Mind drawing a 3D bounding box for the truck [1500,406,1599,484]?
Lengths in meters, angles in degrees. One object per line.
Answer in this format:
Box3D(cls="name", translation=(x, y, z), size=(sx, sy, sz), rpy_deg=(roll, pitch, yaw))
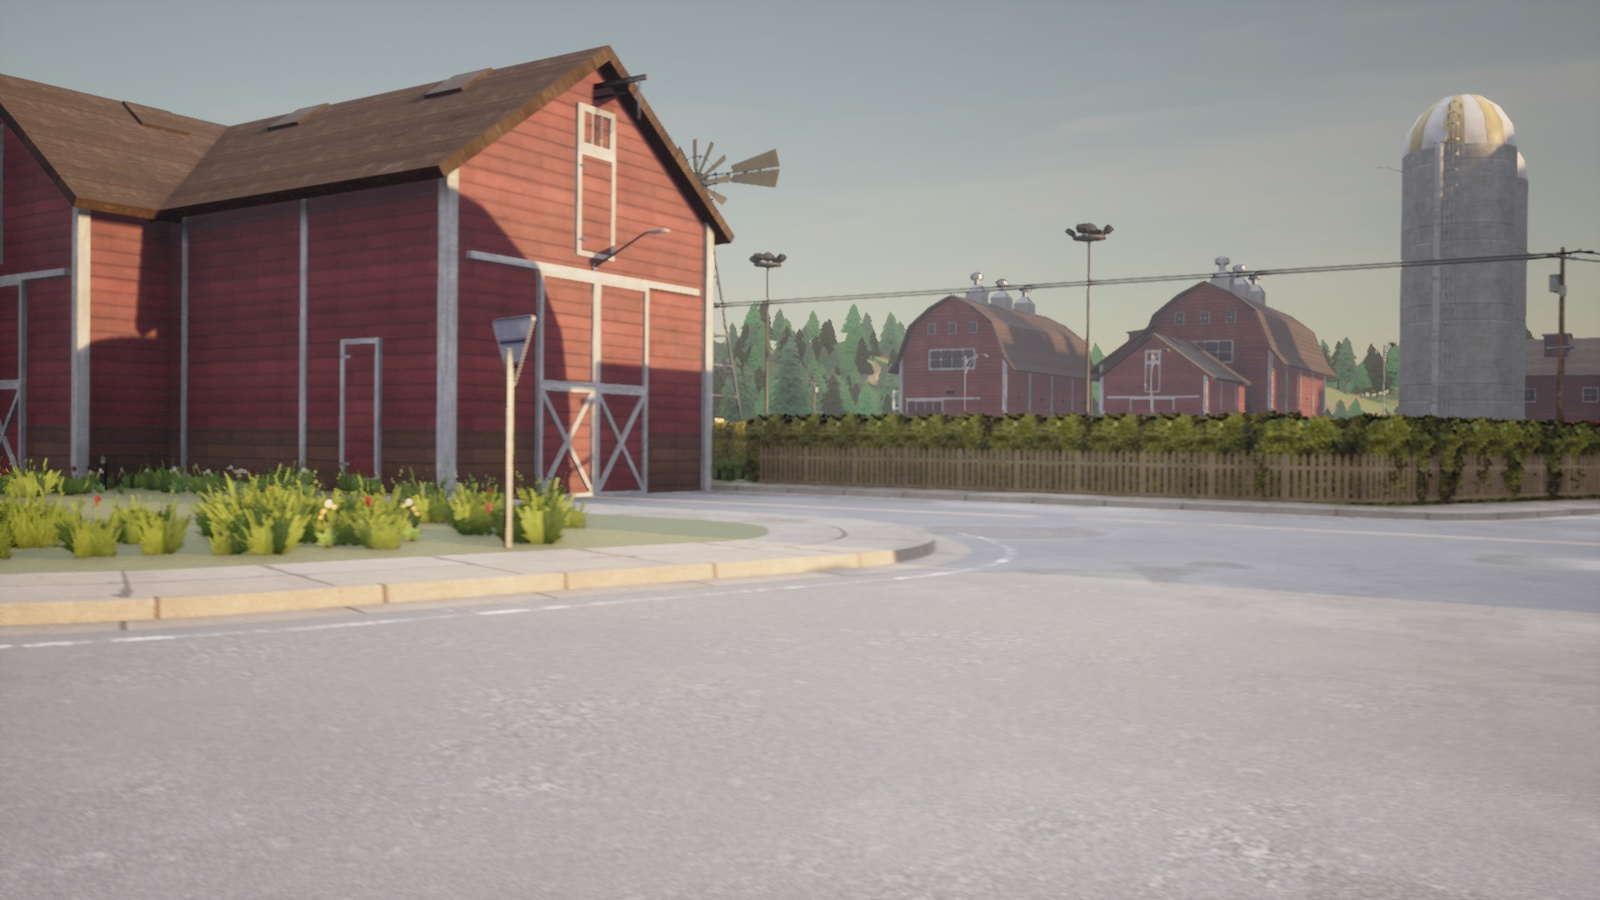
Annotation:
Box3D(cls="truck", translation=(26.049, -0.162, 40.988), size=(5.204, 2.467, 2.627), rpy_deg=(0, 1, 40))
